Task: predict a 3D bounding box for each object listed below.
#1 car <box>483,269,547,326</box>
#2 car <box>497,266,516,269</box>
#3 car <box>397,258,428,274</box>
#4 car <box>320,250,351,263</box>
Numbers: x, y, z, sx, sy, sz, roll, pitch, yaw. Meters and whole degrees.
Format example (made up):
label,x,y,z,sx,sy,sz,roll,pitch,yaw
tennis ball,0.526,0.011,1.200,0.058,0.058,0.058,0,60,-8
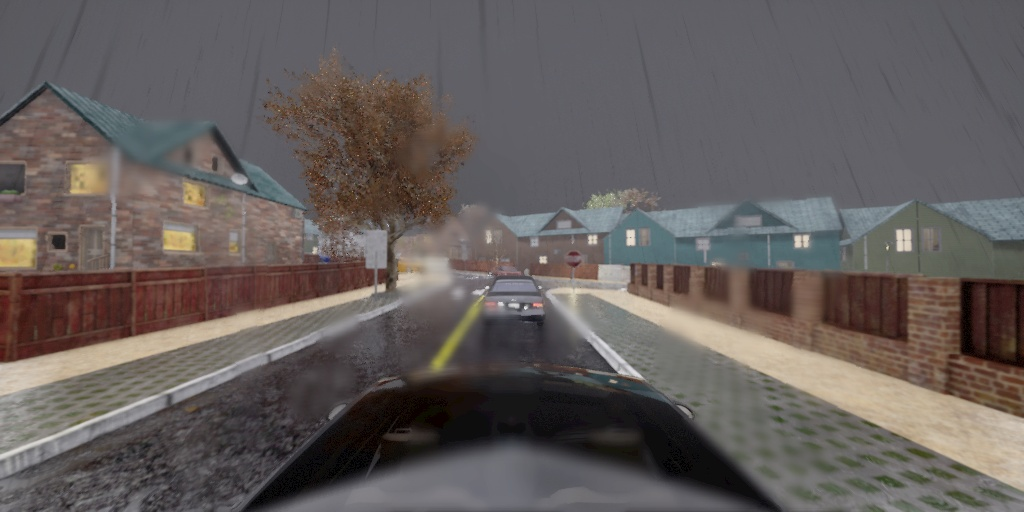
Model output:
label,x,y,z,sx,sy,sz,roll,pitch,yaw
car,0.075,1.335,11.726,2.033,1.411,5.357,0,0,0
car,-0.590,1.501,31.248,1.895,1.301,4.718,2,0,-14
car,-10.744,0.971,36.374,5.008,1.535,1.882,2,0,32
car,-20.722,0.355,42.610,5.566,2.045,2.150,2,-1,34
